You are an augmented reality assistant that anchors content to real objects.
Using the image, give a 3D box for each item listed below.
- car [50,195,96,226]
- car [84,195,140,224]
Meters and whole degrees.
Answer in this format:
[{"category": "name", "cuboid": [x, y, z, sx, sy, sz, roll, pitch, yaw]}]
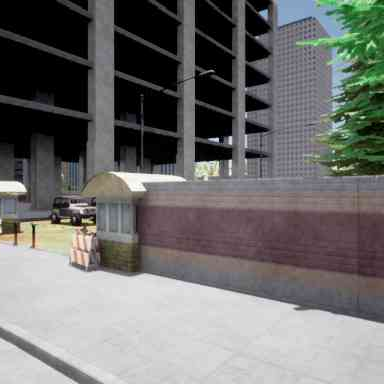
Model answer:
[{"category": "car", "cuboid": [-7.641, 1.169, 21.792, 3.866, 1.878, 1.905, 0, 0, 38]}, {"category": "car", "cuboid": [-5.842, 1.169, 24.119, 3.866, 1.878, 1.905, 0, 0, 38]}]
